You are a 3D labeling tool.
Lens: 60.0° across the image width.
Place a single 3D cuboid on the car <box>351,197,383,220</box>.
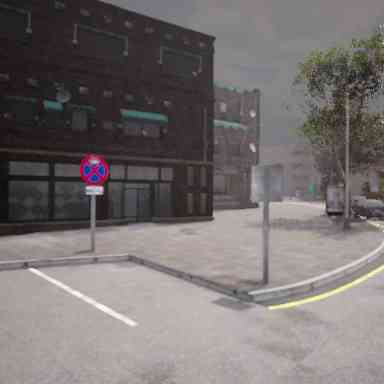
[{"bbox_3d":[14.862,1.423,27.450,1.837,1.490,4.892,1,1,11],"label":"car"}]
